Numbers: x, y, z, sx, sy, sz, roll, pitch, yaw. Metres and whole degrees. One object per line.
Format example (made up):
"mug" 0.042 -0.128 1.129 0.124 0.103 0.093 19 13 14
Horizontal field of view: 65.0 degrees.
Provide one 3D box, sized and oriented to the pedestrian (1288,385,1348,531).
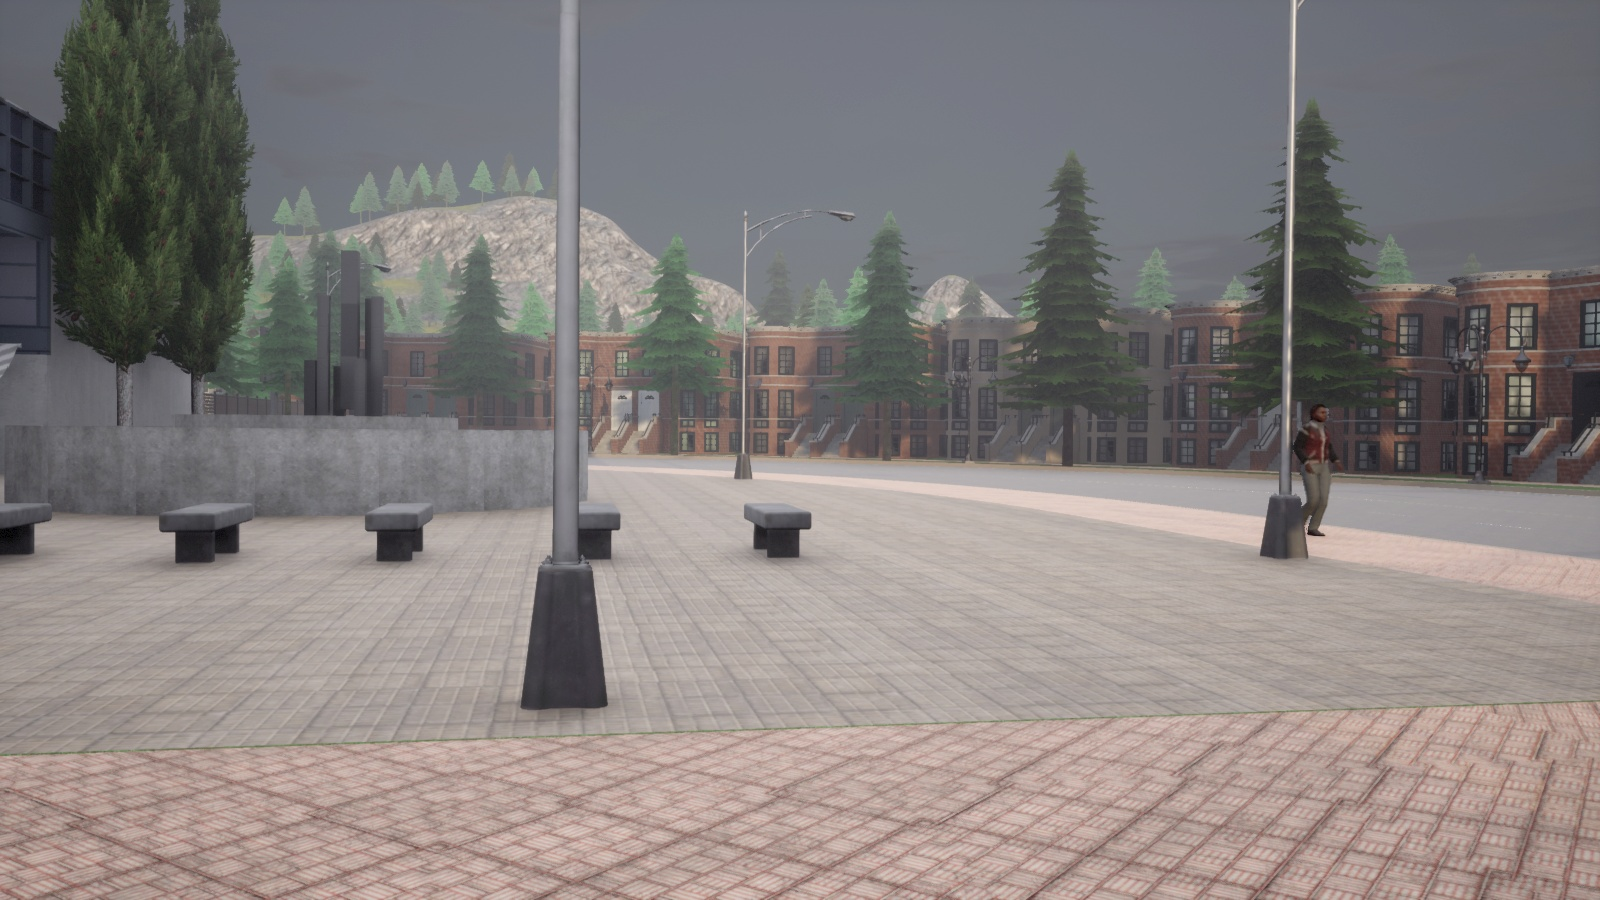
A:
"pedestrian" 6.999 0.105 16.979 0.402 1.930 0.666 -1 1 -17
